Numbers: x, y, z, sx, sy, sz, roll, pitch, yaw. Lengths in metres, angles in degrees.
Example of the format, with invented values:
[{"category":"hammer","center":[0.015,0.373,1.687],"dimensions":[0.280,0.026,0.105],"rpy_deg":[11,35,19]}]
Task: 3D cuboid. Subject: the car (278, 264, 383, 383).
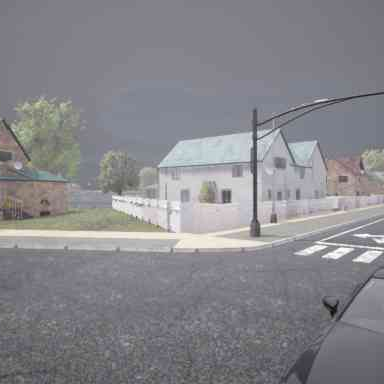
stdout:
[{"category":"car","center":[2.526,1.524,3.407],"dimensions":[1.812,1.442,4.674],"rpy_deg":[0,0,42]}]
